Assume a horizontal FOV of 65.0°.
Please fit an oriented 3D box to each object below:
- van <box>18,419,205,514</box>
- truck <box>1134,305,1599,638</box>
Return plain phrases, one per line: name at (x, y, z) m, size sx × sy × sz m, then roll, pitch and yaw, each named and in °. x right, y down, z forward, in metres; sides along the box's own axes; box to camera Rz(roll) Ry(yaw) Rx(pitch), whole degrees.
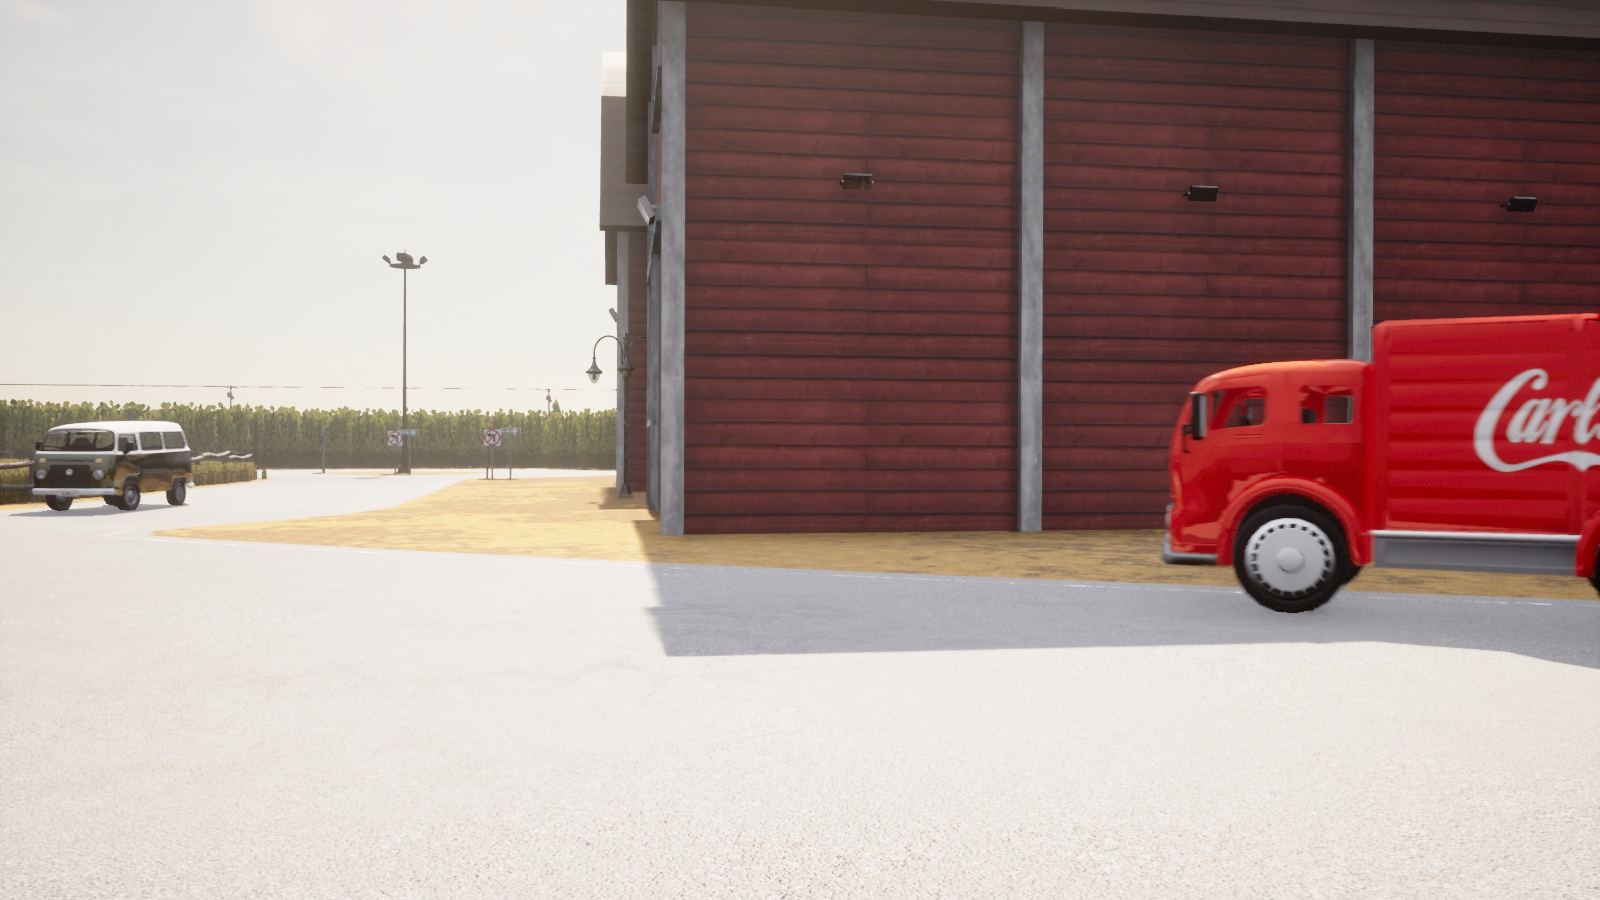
van at (-15.878, 0.311, 29.265) m, size 2.069 × 2.038 × 4.480 m, roll 0°, pitch 1°, yaw -3°
truck at (5.843, 0.173, 10.887) m, size 5.204 × 2.467 × 2.627 m, roll 0°, pitch -1°, yaw 29°
